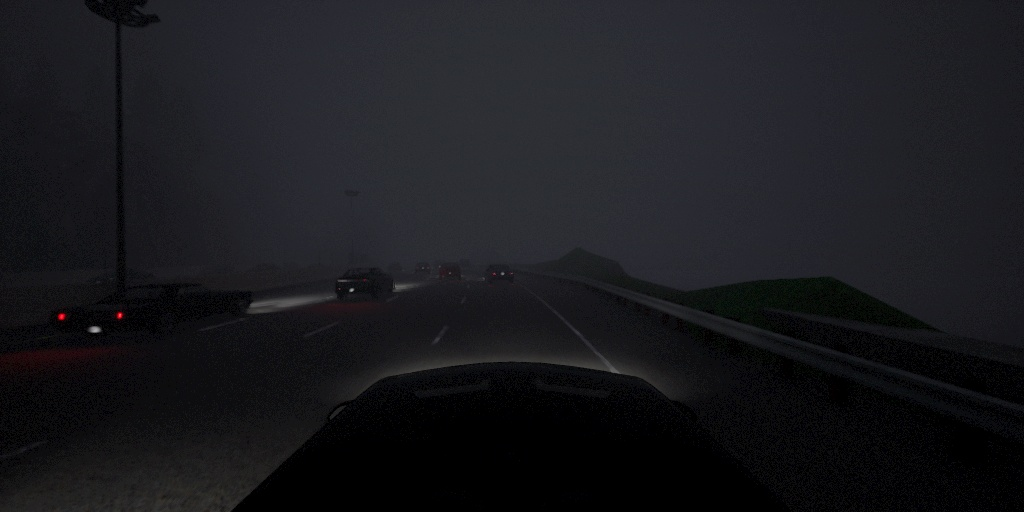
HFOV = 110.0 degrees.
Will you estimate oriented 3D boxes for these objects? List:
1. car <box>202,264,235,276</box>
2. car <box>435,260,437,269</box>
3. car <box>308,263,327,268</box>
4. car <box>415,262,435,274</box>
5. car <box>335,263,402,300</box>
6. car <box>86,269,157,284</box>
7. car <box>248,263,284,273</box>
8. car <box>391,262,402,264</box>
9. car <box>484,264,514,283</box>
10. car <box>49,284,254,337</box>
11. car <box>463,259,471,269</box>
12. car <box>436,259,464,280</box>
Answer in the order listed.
[{"bbox_3d":[-37.252,1.739,45.581,2.128,1.511,4.902,-1,0,-14],"label":"car"},{"bbox_3d":[-12.144,1.415,60.274,2.128,1.511,4.902,0,0,-18],"label":"car"},{"bbox_3d":[-28.146,1.692,51.941,1.994,1.385,4.181,-1,0,-15],"label":"car"},{"bbox_3d":[-10.970,1.451,44.036,2.033,1.411,5.357,-1,0,-15],"label":"car"},{"bbox_3d":[-7.498,1.344,18.650,2.128,1.511,4.902,-1,0,-5],"label":"car"},{"bbox_3d":[-29.998,1.712,27.705,1.994,1.385,4.181,-1,0,-8],"label":"car"},{"bbox_3d":[-29.279,1.619,42.473,1.882,1.535,5.008,-1,0,-13],"label":"car"},{"bbox_3d":[-17.238,1.552,52.829,1.994,1.385,4.181,-1,0,-17],"label":"car"},{"bbox_3d":[-1.098,1.319,27.970,2.033,1.411,5.357,-1,0,-10],"label":"car"},{"bbox_3d":[-10.225,1.486,10.886,1.895,1.301,4.718,-1,0,-3],"label":"car"},{"bbox_3d":[-8.049,1.222,58.689,2.097,1.767,4.553,-1,0,-17],"label":"car"},{"bbox_3d":[-5.728,1.310,33.130,1.882,1.535,5.008,0,0,-10],"label":"car"}]
